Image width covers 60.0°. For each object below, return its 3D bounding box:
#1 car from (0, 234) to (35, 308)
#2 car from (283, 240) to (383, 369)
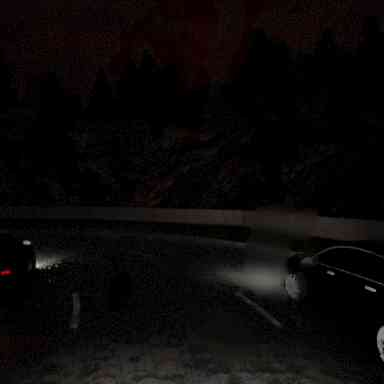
[{"bbox_3d":[-4.850,1.663,7.745,1.994,1.385,4.181,1,-1,-23],"label":"car"},{"bbox_3d":[3.187,1.578,5.624,1.837,1.490,4.892,1,0,-7],"label":"car"}]
